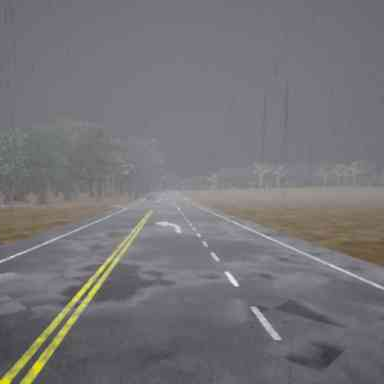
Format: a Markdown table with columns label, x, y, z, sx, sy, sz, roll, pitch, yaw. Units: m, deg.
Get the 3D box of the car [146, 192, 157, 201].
| label | x | y | z | sx | sy | sz | roll | pitch | yaw |
| --- | --- | --- | --- | --- | --- | --- | --- | --- | --- |
| car | -9.454 | 1.003 | 77.331 | 2.150 | 2.045 | 5.566 | 1 | 1 | -4 |
